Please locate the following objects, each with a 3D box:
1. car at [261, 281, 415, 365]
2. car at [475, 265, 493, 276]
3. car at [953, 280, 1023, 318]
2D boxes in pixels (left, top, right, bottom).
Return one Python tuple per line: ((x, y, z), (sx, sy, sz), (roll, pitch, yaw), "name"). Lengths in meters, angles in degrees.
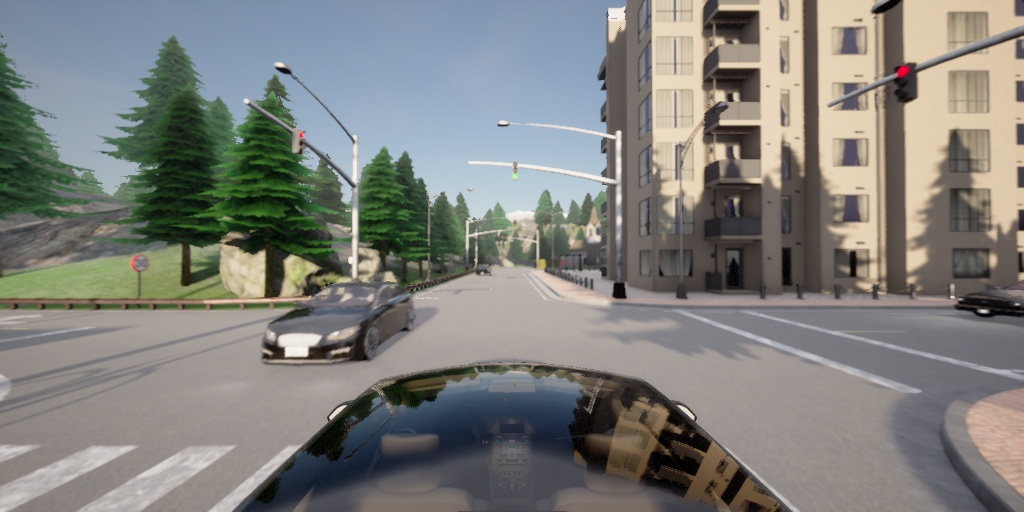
((-3.670, 1.376, 8.503), (2.128, 1.511, 4.902), (0, -1, -1), "car")
((-3.452, 1.726, 44.151), (1.895, 1.301, 4.718), (0, -1, 1), "car")
((17.911, 1.398, 11.560), (5.357, 1.411, 2.033), (0, -1, 1), "car")
